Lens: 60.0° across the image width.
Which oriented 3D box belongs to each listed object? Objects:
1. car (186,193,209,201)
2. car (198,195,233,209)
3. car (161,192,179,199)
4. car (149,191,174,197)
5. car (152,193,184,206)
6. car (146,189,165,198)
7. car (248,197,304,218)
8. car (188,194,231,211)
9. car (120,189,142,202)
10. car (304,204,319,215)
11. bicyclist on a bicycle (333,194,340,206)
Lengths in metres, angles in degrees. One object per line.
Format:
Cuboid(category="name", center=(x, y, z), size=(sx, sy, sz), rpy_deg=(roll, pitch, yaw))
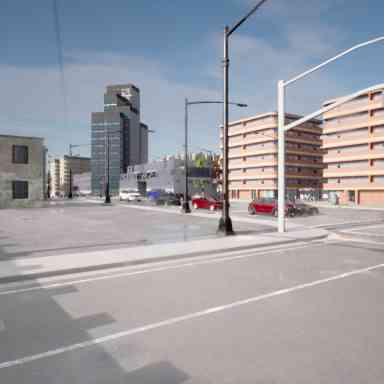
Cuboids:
Cuboid(category="car", center=(0.964, 0.959, 63.321), size=(1.895, 1.301, 4.718), rpy_deg=(0, 1, -34))
Cuboid(category="car", center=(2.865, 1.217, 41.782), size=(1.812, 1.442, 4.674), rpy_deg=(0, 1, -34))
Cuboid(category="car", center=(-4.676, 0.661, 71.557), size=(1.994, 1.385, 4.181), rpy_deg=(0, 1, -34))
Cuboid(category="car", center=(-4.522, 0.986, 52.610), size=(1.812, 1.442, 4.674), rpy_deg=(0, 1, -34))
Cuboid(category="car", center=(-3.163, 1.157, 44.402), size=(1.994, 1.385, 4.181), rpy_deg=(0, 1, -34))
Cuboid(category="car", center=(-7.580, 0.334, 69.602), size=(2.150, 2.045, 5.566), rpy_deg=(0, 1, -34))
Cuboid(category="car", center=(7.111, 1.231, 29.387), size=(2.097, 1.767, 4.553), rpy_deg=(0, 1, -34))
Cuboid(category="car", center=(1.962, 1.229, 36.894), size=(1.882, 1.535, 5.008), rpy_deg=(0, 1, -34))
Cuboid(category="car", center=(-10.139, 0.596, 54.705), size=(2.150, 2.045, 5.566), rpy_deg=(0, 1, -32))
Cuboid(category="car", center=(9.492, 1.413, 32.096), size=(2.033, 1.411, 5.357), rpy_deg=(0, 1, -35))
Cuboid(category="bicyclist on a bicycle", center=(19.976, 1.094, 45.979), size=(1.656, 1.620, 0.582), rpy_deg=(0, 1, -34))
